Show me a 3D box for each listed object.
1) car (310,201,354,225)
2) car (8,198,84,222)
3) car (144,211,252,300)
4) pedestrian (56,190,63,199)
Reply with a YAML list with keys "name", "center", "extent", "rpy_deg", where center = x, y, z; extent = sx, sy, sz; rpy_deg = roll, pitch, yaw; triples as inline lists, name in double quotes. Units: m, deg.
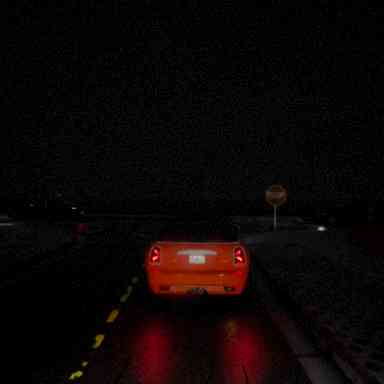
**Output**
- name: "car"
  center: [10.305, 1.323, 21.659]
  extent: [5.008, 1.535, 1.882]
  rpy_deg: [1, 0, -1]
- name: "car"
  center: [-9.491, 1.123, 21.744]
  extent: [4.674, 1.442, 1.812]
  rpy_deg: [1, 0, 0]
- name: "car"
  center: [0.171, 1.233, 8.288]
  extent: [2.097, 1.767, 4.553]
  rpy_deg: [0, 1, 2]
- name: "pedestrian"
  center: [-9.704, 0.718, 24.434]
  extent: [0.375, 1.860, 0.375]
  rpy_deg: [0, 0, 0]
